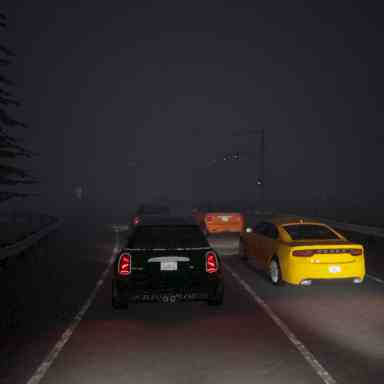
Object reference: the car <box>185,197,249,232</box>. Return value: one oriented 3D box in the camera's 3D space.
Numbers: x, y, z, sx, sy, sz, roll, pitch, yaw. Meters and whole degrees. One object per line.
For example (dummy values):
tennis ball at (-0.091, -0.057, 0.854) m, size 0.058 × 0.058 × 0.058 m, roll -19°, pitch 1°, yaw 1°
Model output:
car at (1.203, 1.352, 18.342) m, size 2.097 × 1.767 × 4.553 m, roll 0°, pitch 0°, yaw -12°

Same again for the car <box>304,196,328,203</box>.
car at (27.009, 1.524, 72.402) m, size 4.674 × 1.442 × 1.812 m, roll 0°, pitch 0°, yaw -19°

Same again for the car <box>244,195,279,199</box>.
car at (12.503, 1.491, 60.096) m, size 4.902 × 1.511 × 2.128 m, roll 0°, pitch 0°, yaw -19°

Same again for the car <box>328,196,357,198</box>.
car at (29.284, 1.525, 65.787) m, size 4.902 × 1.511 × 2.128 m, roll 0°, pitch 0°, yaw -19°

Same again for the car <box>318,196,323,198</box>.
car at (27.321, 1.524, 68.797) m, size 4.674 × 1.442 × 1.812 m, roll 0°, pitch 0°, yaw -19°

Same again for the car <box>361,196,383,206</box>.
car at (29.044, 1.547, 50.759) m, size 5.357 × 1.411 × 2.033 m, roll 0°, pitch 0°, yaw -19°

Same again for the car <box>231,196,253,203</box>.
car at (10.562, 1.553, 70.436) m, size 4.181 × 1.385 × 1.994 m, roll 0°, pitch 0°, yaw -19°

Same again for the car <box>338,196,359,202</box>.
car at (36.149, 1.595, 76.718) m, size 4.718 × 1.301 × 1.895 m, roll 0°, pitch 0°, yaw -29°

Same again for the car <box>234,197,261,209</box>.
car at (4.515, 1.526, 34.980) m, size 4.674 × 1.442 × 1.812 m, roll 0°, pitch 0°, yaw -19°

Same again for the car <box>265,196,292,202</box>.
car at (19.059, 1.540, 73.337) m, size 5.357 × 1.411 × 2.033 m, roll 0°, pitch 0°, yaw -19°

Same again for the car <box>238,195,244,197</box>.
car at (10.786, 1.352, 63.195) m, size 4.553 × 1.767 × 2.097 m, roll 0°, pitch 0°, yaw -19°

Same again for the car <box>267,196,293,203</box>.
car at (18.350, 1.525, 69.396) m, size 4.902 × 1.511 × 2.128 m, roll 0°, pitch 0°, yaw -19°

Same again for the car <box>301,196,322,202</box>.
car at (27.459, 1.553, 76.347) m, size 4.181 × 1.385 × 1.994 m, roll 0°, pitch 0°, yaw -21°

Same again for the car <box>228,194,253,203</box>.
car at (9.730, 1.352, 66.501) m, size 4.553 × 1.767 × 2.097 m, roll 0°, pitch 0°, yaw -18°

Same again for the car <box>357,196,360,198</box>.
car at (36.690, 1.525, 73.008) m, size 4.902 × 1.511 × 2.128 m, roll 0°, pitch 0°, yaw -25°

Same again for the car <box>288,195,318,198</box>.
car at (20.954, 1.564, 62.950) m, size 4.181 × 1.385 × 1.994 m, roll 0°, pitch 0°, yaw -19°

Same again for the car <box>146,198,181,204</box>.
car at (-2.111, 1.352, 16.902) m, size 2.097 × 1.767 × 4.553 m, roll 0°, pitch 0°, yaw -12°

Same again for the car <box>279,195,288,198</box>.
car at (19.078, 1.352, 65.965) m, size 4.553 × 1.767 × 2.097 m, roll 0°, pitch 0°, yaw -18°

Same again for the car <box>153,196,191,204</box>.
car at (-2.790, 1.355, 39.883) m, size 4.553 × 1.767 × 2.097 m, roll 0°, pitch 0°, yaw -19°

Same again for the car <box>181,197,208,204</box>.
car at (0.514, 1.601, 63.404) m, size 4.718 × 1.301 × 1.895 m, roll 0°, pitch 0°, yaw -19°

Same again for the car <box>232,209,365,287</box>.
car at (2.730, 1.478, 9.456) m, size 1.882 × 1.535 × 5.008 m, roll 0°, pitch 0°, yaw -6°

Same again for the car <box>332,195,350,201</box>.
car at (36.278, 1.552, 80.888) m, size 4.181 × 1.385 × 1.994 m, roll 0°, pitch 0°, yaw -29°

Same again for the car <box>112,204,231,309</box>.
car at (-0.631, 1.352, 8.095) m, size 2.097 × 1.767 × 4.553 m, roll 0°, pitch 0°, yaw -6°
